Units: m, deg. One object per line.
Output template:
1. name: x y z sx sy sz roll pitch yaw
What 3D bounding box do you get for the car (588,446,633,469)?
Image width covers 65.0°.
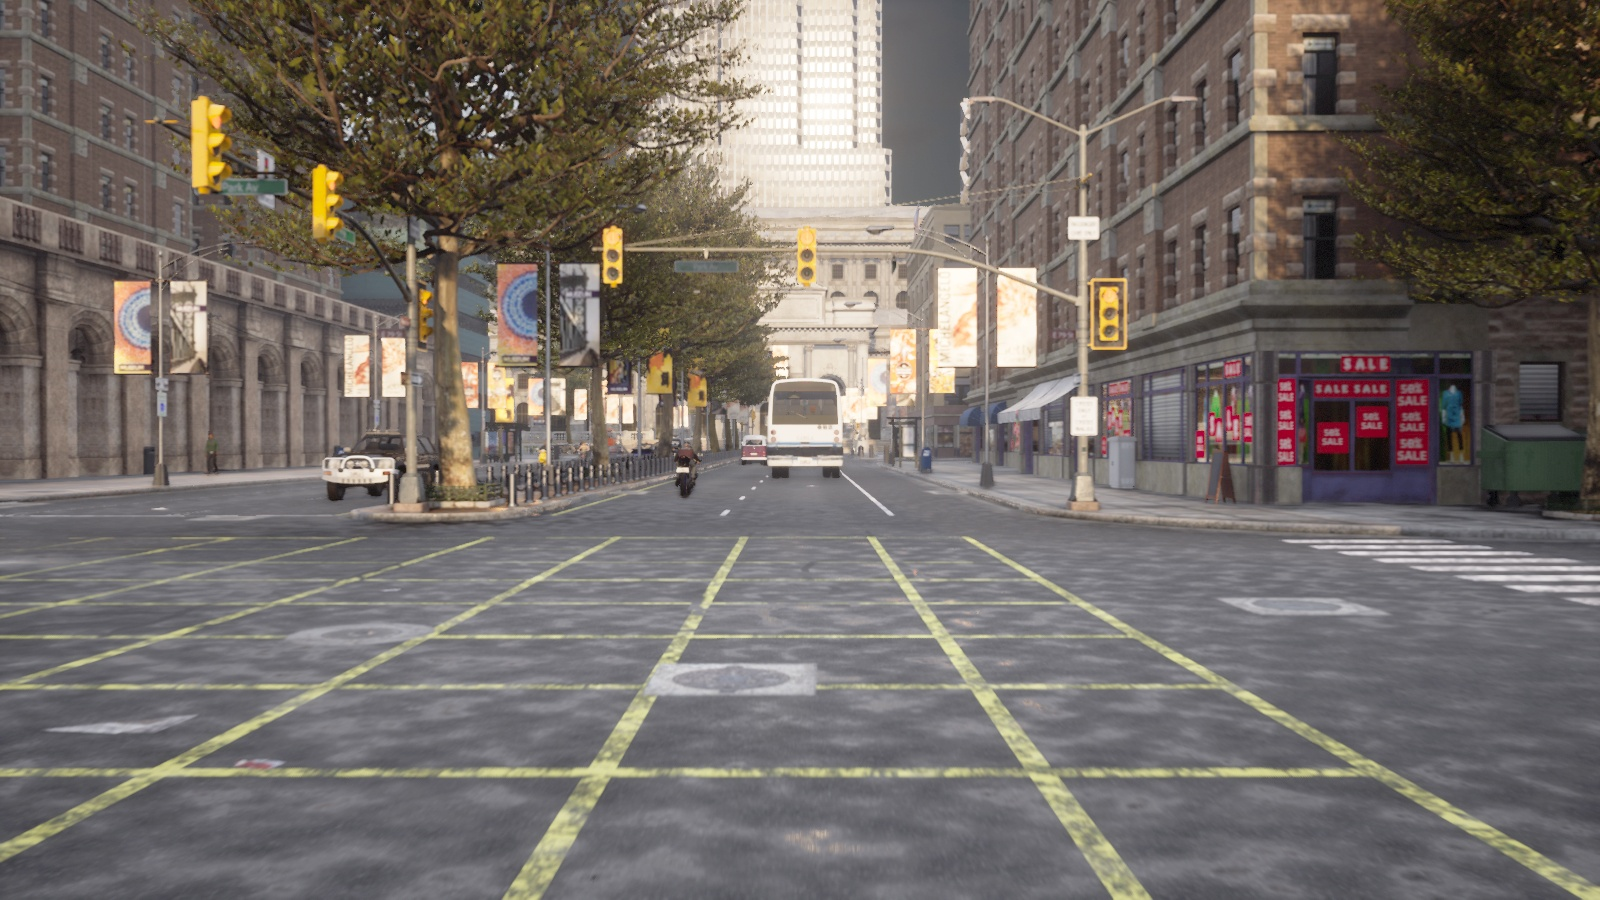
1. car: -11.117 0.428 73.854 1.895 1.301 4.718 0 0 0

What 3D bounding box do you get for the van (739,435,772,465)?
1. van: -3.057 -0.013 86.422 2.069 2.038 4.480 0 0 0

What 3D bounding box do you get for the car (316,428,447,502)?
1. car: -11.255 0.364 34.139 1.932 1.855 4.605 0 0 1

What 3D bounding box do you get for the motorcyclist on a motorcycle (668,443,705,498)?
1. motorcyclist on a motorcycle: -3.302 0.575 36.601 0.866 1.530 2.191 0 0 0

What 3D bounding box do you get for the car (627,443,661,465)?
1. car: -11.039 0.256 89.122 1.816 1.474 4.193 0 0 0

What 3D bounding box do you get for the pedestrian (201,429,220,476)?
1. pedestrian: -24.783 0.090 52.807 0.423 1.949 0.788 0 0 0

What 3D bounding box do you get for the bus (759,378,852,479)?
1. bus: 0.295 -0.954 58.333 3.944 4.253 10.273 0 0 1
